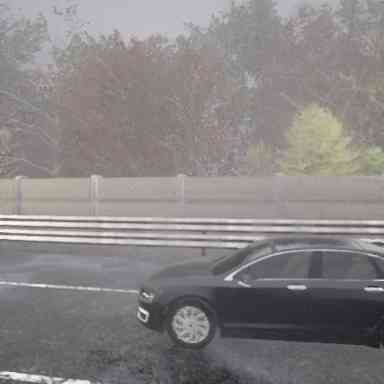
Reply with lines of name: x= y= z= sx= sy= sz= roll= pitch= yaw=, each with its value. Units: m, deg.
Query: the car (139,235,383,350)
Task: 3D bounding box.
car: x=1.586 y=1.485 z=5.330 sx=4.892 sy=1.490 sz=1.837 roll=0 pitch=0 yaw=9
